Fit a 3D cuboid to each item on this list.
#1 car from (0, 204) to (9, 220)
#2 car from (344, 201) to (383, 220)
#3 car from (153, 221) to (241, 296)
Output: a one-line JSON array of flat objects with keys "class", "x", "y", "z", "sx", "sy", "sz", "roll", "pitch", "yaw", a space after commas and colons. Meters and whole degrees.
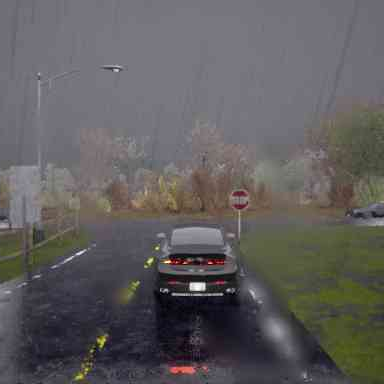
[{"class": "car", "x": -14.871, "y": 1.643, "z": 26.189, "sx": 5.357, "sy": 1.411, "sz": 2.033, "roll": 0, "pitch": 0, "yaw": 1}, {"class": "car", "x": 14.828, "y": 1.407, "z": 25.803, "sx": 5.357, "sy": 1.411, "sz": 2.033, "roll": 0, "pitch": 0, "yaw": 1}, {"class": "car", "x": 0.108, "y": 1.506, "z": 8.611, "sx": 1.837, "sy": 1.490, "sz": 4.892, "roll": 0, "pitch": 0, "yaw": 0}]
